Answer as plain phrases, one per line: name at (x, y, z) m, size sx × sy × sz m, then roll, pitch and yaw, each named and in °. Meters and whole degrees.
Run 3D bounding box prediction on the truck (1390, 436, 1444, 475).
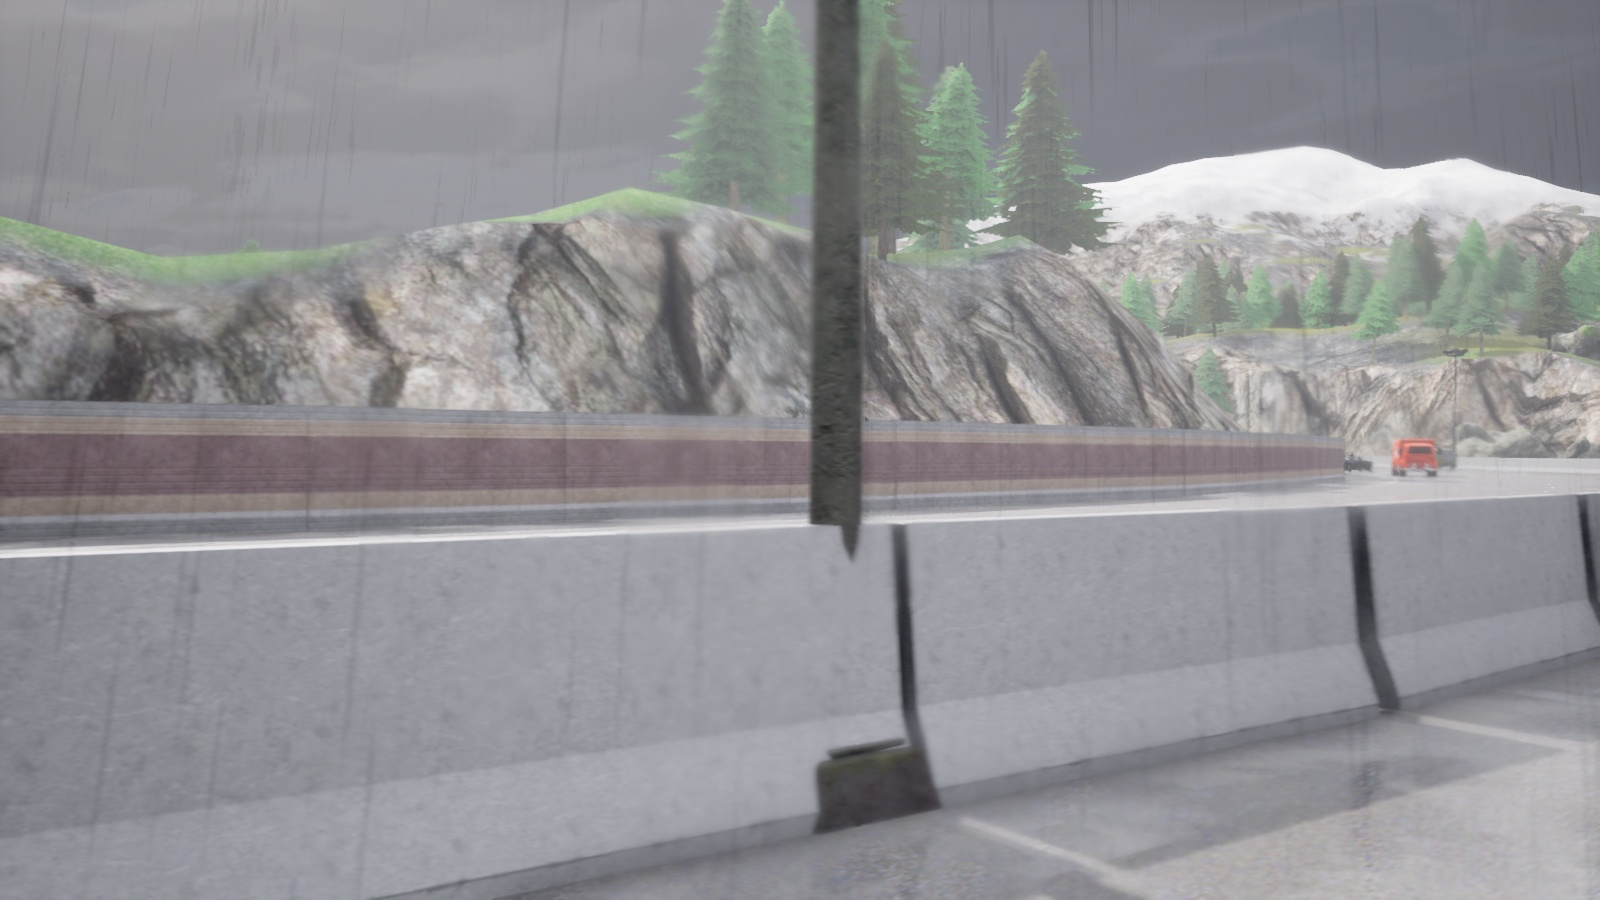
truck at (40.593, 0.375, 82.751) m, size 2.627 × 2.467 × 5.204 m, roll 0°, pitch 0°, yaw 20°
